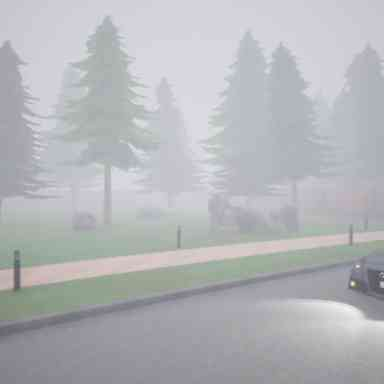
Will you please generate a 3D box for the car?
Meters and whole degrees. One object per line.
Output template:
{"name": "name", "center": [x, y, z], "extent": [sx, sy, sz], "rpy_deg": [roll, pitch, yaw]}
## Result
{"name": "car", "center": [5.335, 1.556, 7.166], "extent": [4.181, 1.385, 1.994], "rpy_deg": [0, 0, -31]}
